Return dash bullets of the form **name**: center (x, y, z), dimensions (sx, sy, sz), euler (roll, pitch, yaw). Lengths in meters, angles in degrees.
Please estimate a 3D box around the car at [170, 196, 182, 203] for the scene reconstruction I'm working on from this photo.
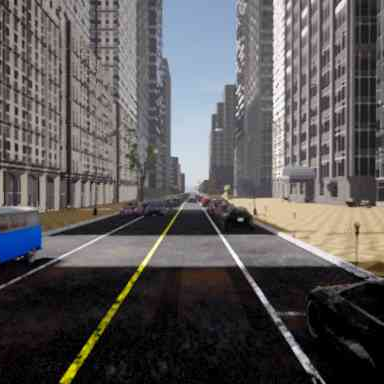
- **car**: center (-2.998, 1.575, 70.260), dimensions (1.895, 1.301, 4.718), euler (0, 0, 0)

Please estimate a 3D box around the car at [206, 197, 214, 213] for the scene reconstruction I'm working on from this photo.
- **car**: center (2.682, 1.435, 31.783), dimensions (1.967, 1.590, 4.097), euler (-1, 0, 0)

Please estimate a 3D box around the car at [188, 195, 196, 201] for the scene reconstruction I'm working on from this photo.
- **car**: center (0.004, 1.494, 83.306), dimensions (1.994, 1.385, 4.181), euler (0, 0, 0)

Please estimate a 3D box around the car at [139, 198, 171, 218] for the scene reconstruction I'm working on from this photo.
- **car**: center (-3.098, 1.543, 29.934), dimensions (2.033, 1.411, 5.357), euler (0, 0, 0)

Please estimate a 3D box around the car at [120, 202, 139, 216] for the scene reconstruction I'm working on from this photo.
- **car**: center (-5.697, 1.576, 31.784), dimensions (1.802, 1.307, 4.206), euler (-1, 0, 0)

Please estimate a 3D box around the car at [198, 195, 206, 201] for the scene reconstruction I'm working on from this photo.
- **car**: center (2.686, 1.518, 88.211), dimensions (1.887, 1.381, 4.507), euler (-1, 0, 0)

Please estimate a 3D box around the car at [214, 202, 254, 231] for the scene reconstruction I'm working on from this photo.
- **car**: center (2.683, 1.563, 20.497), dimensions (1.947, 1.339, 4.313), euler (-1, 0, 0)

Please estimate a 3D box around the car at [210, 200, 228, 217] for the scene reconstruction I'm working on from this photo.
- **car**: center (2.683, 1.578, 26.140), dimensions (1.802, 1.307, 4.206), euler (-1, 0, 0)

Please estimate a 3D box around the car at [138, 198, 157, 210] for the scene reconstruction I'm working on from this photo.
- **car**: center (-5.698, 1.558, 43.066), dimensions (1.947, 1.339, 4.313), euler (-1, 0, 0)

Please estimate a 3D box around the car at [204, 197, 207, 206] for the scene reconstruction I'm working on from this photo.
- **car**: center (2.683, 1.559, 37.425), dimensions (1.947, 1.339, 4.313), euler (-1, 0, 0)

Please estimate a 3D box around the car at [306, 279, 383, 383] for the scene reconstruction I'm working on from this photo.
- **car**: center (2.682, 1.566, 3.569), dimensions (1.947, 1.339, 4.313), euler (-1, 0, 0)

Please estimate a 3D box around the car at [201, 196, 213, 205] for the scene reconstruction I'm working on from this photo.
- **car**: center (2.684, 1.531, 59.996), dimensions (1.887, 1.381, 4.507), euler (-1, 0, 0)

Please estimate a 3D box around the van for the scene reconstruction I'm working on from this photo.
- **van**: center (-5.702, 1.340, 9.219), dimensions (1.690, 1.788, 3.998), euler (-1, 0, 0)

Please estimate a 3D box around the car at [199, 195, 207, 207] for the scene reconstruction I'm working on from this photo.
- **car**: center (2.353, 1.516, 49.973), dimensions (1.812, 1.442, 4.674), euler (0, 0, 0)

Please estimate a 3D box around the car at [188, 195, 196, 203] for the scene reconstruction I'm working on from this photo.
- **car**: center (0.002, 1.507, 68.062), dimensions (2.033, 1.411, 5.357), euler (0, 0, 0)

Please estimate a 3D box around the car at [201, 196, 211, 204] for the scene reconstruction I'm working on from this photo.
- **car**: center (2.685, 1.509, 65.809), dimensions (1.752, 1.417, 4.829), euler (-1, 0, 0)

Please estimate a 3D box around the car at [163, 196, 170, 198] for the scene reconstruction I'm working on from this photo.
- **car**: center (-5.695, 1.529, 76.914), dimensions (2.008, 1.369, 4.403), euler (-1, 0, 0)
